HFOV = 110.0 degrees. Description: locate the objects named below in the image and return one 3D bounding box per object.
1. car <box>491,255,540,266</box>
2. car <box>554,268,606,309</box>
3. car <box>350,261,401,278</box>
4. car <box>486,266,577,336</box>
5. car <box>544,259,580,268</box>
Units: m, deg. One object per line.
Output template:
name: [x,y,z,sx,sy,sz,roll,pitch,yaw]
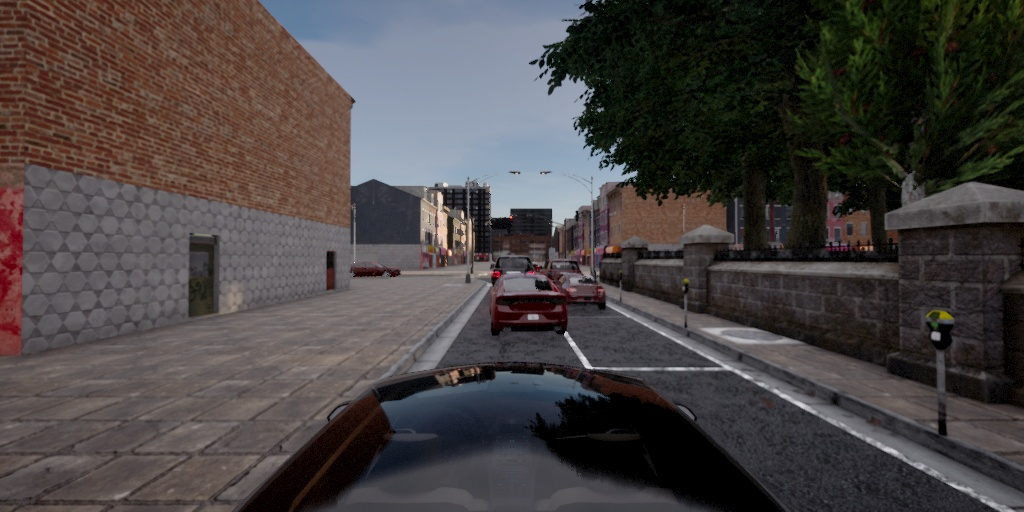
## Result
car: [0.085,0.977,18.348,2.150,2.045,5.566,0,0,0]
car: [2.640,1.335,14.594,1.802,1.307,4.207,0,0,0]
car: [-12.356,1.212,31.614,5.008,1.535,1.882,0,-1,-1]
car: [0.292,1.228,10.545,1.882,1.535,5.008,0,0,-4]
car: [2.640,1.071,20.043,2.192,1.841,5.009,0,0,0]
